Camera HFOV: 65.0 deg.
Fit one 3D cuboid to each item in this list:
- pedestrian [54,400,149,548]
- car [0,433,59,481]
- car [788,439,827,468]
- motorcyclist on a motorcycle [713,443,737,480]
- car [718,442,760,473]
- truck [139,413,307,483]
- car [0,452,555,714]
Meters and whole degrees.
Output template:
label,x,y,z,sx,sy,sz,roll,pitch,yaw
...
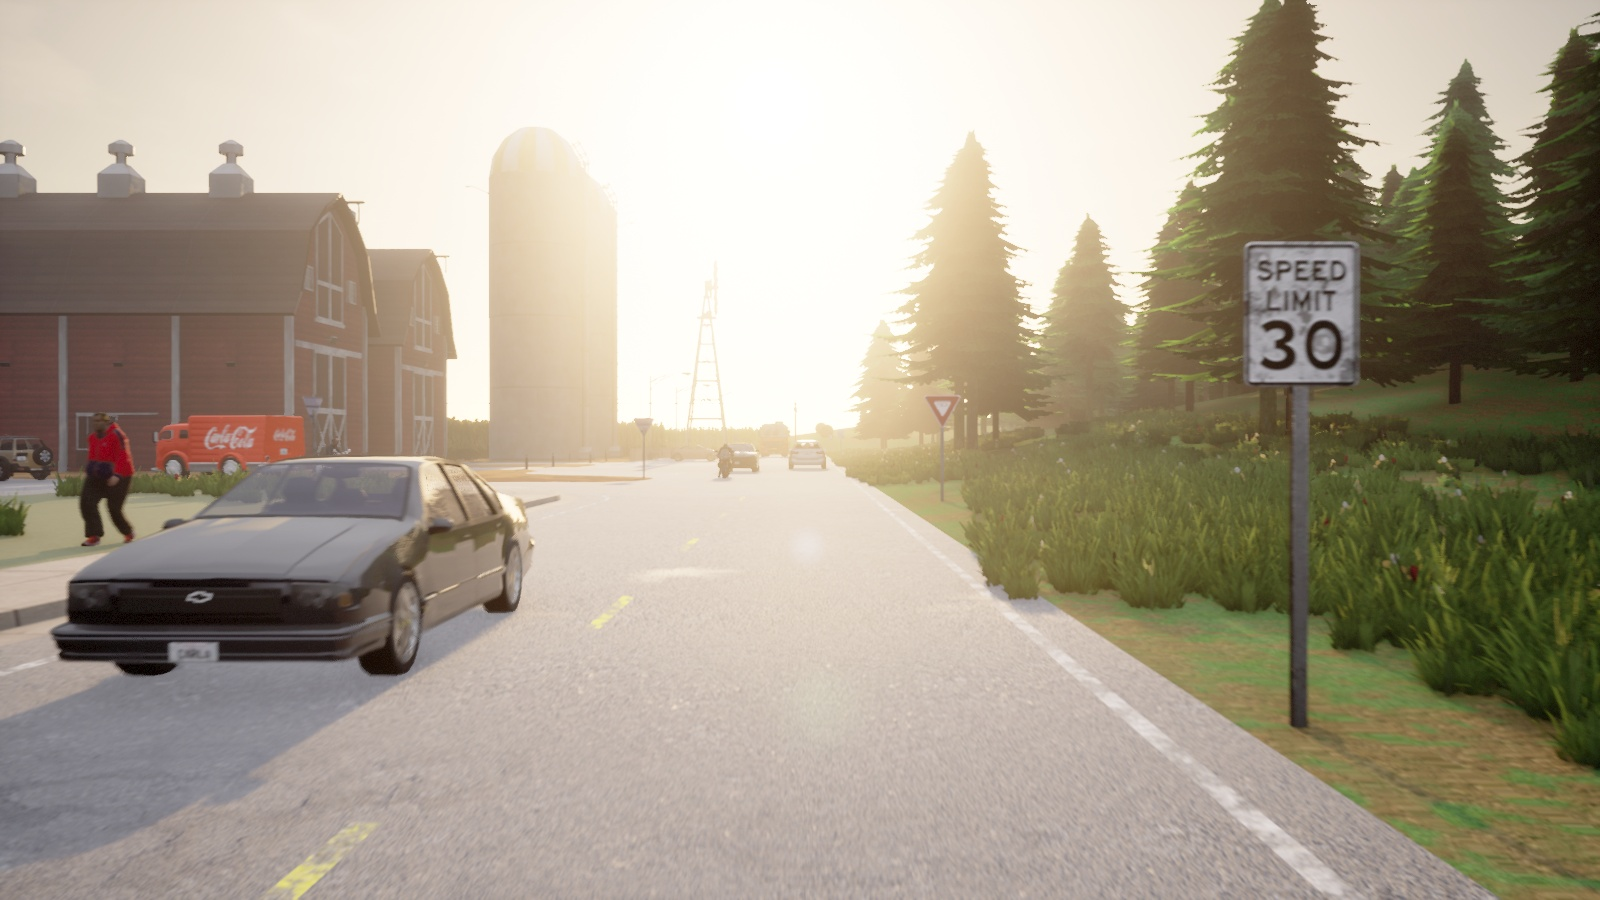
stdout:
label,x,y,z,sx,sy,sz,roll,pitch,yaw
pedestrian,-8.973,0.293,16.167,0.634,1.844,0.899,0,0,12
car,-31.978,0.247,49.799,4.605,1.855,1.932,1,0,19
car,0.435,0.176,73.667,2.242,1.667,4.611,0,0,0
motorcyclist on a motorcycle,-3.183,0.478,53.449,0.866,1.530,2.191,0,0,0
car,-3.117,0.357,64.645,1.882,1.535,5.008,0,0,0
truck,-21.292,-0.080,46.431,5.204,2.467,2.627,0,0,16
car,-3.430,0.737,9.629,2.033,1.411,5.357,0,0,0
